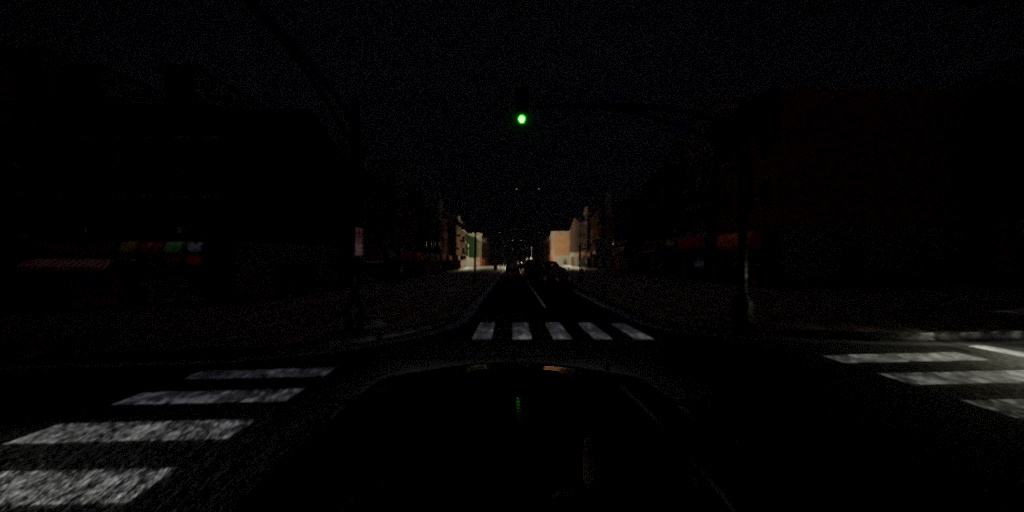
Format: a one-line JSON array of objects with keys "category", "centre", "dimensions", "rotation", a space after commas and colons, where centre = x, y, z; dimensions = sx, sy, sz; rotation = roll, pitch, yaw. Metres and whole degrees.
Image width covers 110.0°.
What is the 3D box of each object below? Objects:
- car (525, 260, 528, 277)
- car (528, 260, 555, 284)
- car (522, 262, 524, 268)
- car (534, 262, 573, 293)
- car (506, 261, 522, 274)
[{"category": "car", "centre": [2.635, 1.397, 33.412], "dimensions": [2.192, 1.841, 5.009], "rotation": [0, 0, 0]}, {"category": "car", "centre": [2.636, 1.337, 28.009], "dimensions": [2.192, 1.841, 5.009], "rotation": [0, 0, 0]}, {"category": "car", "centre": [2.982, 1.550, 53.847], "dimensions": [2.150, 2.045, 5.566], "rotation": [0, -1, 0]}, {"category": "car", "centre": [2.636, 1.404, 22.608], "dimensions": [1.967, 1.591, 4.097], "rotation": [0, 0, 0]}, {"category": "car", "centre": [0.099, 1.755, 51.209], "dimensions": [1.882, 1.535, 5.008], "rotation": [0, -1, 0]}]
